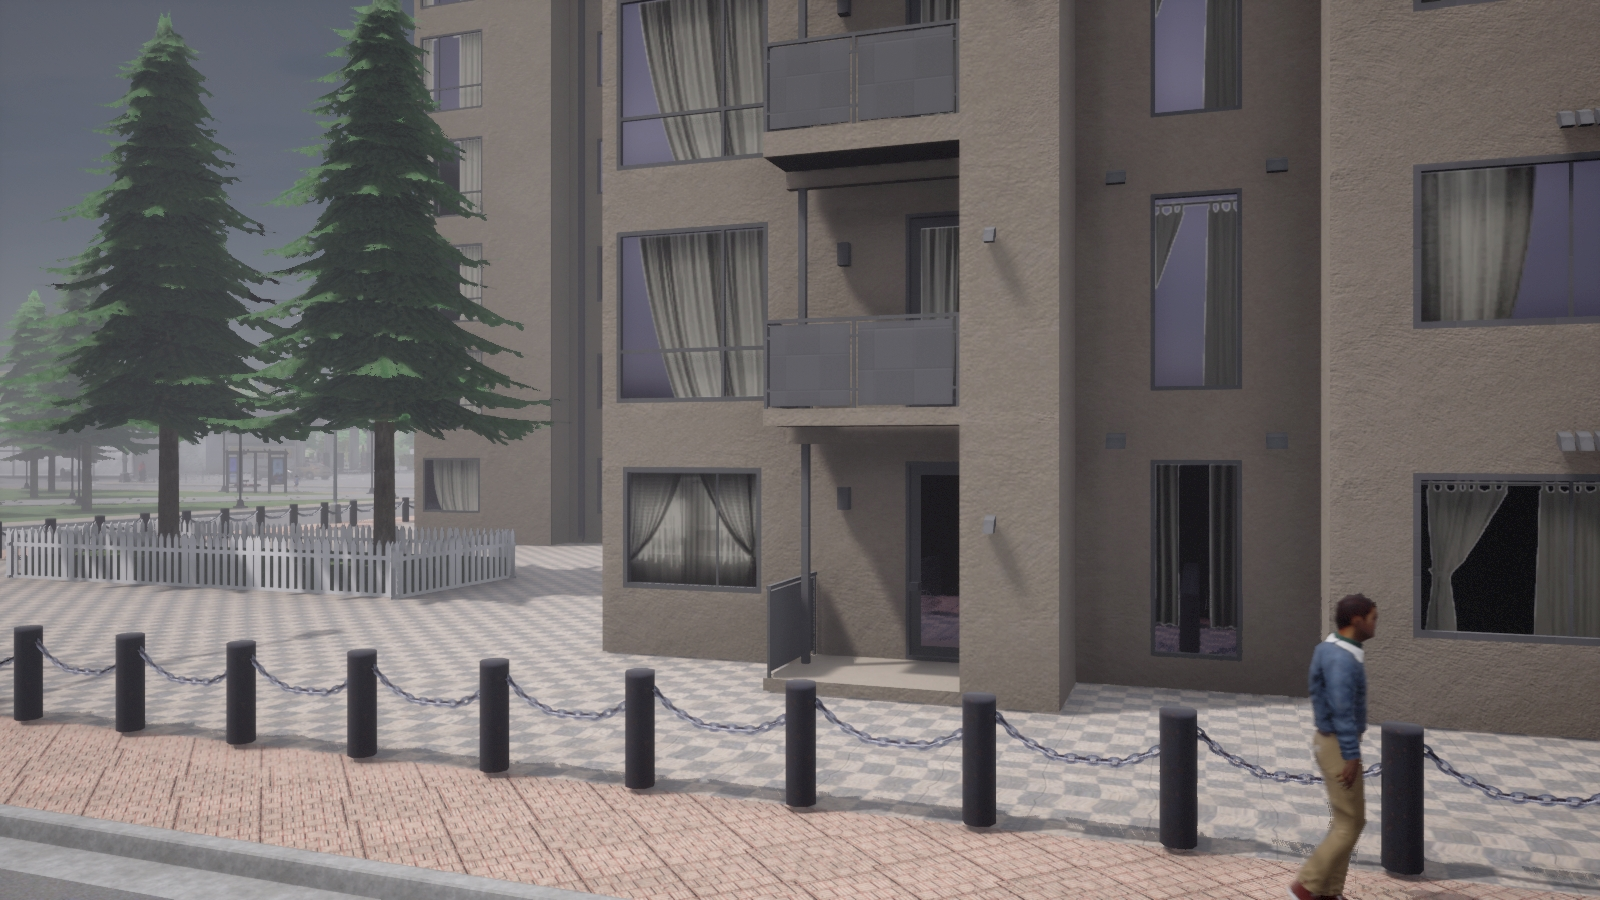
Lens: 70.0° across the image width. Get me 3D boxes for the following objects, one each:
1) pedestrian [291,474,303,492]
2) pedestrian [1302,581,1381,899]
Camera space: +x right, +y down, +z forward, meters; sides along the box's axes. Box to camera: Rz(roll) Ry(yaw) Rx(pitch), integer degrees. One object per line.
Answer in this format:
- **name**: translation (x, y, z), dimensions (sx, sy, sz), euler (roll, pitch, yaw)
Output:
- **pedestrian**: translation (-31.464, 2.072, 71.478), dimensions (0.500, 1.100, 0.500), euler (0, 0, 22)
- **pedestrian**: translation (3.047, 1.694, 6.442), dimensions (0.375, 1.860, 0.375), euler (0, 0, 21)
